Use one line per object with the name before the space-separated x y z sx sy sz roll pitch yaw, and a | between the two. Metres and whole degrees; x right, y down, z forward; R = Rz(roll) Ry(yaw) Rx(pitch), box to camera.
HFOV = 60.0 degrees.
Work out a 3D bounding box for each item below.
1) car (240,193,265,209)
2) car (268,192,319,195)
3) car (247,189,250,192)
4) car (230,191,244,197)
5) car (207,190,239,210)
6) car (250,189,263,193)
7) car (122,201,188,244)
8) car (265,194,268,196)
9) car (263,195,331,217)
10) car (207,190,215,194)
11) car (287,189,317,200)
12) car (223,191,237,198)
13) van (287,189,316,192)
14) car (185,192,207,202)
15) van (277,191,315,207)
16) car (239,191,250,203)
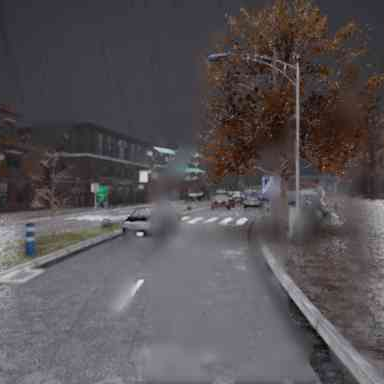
car | 7.301 1.204 39.243 1.994 1.385 4.181 0 1 17
car | 9.259 1.113 29.166 4.553 1.767 2.185 0 1 16
car | 16.130 0.275 92.008 2.435 2.045 5.566 0 0 29
car | 11.168 0.573 82.139 2.002 1.452 4.674 0 0 26
car | 3.603 1.019 37.860 2.097 1.767 4.553 0 1 17
car | 10.448 0.707 49.140 2.150 2.045 5.566 0 1 19
car | -1.683 1.398 15.305 2.128 1.511 4.902 0 1 8
car | 10.760 0.923 34.458 5.566 2.045 2.435 0 1 16
car | 8.467 1.270 26.529 4.892 1.521 2.231 0 1 16
car | 2.335 0.835 61.767 2.163 1.488 4.792 0 1 22
car | 21.616 0.382 65.343 5.566 2.045 2.435 0 1 24
car | 8.822 0.609 77.118 2.002 1.452 4.674 0 0 25
van | 9.872 0.980 31.857 4.442 1.987 1.878 0 1 16
car | 0.417 0.897 56.620 2.097 1.535 5.008 0 1 20
van | 13.170 0.836 42.142 4.442 1.987 1.878 0 1 18
car | 6.714 1.028 47.838 1.837 1.490 4.892 0 1 19
